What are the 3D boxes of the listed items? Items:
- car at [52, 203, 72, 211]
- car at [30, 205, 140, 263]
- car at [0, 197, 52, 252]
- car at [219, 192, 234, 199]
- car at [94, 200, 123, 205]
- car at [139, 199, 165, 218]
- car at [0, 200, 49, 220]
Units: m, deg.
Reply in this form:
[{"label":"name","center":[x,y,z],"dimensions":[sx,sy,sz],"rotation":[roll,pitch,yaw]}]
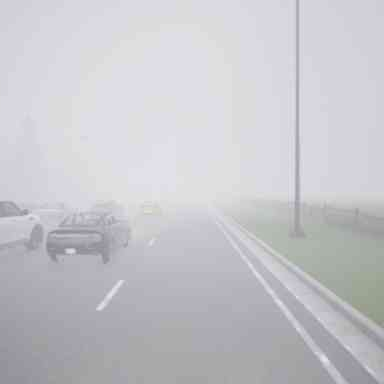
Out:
[{"label":"car","center":[-10.402,1.480,25.808],"dimensions":[1.895,1.301,4.718],"rotation":[0,0,0]},{"label":"car","center":[-3.402,1.436,11.753],"dimensions":[2.128,1.511,4.902],"rotation":[0,0,0]},{"label":"car","center":[-6.900,1.170,10.806],"dimensions":[2.150,2.045,5.566],"rotation":[0,0,0]},{"label":"car","center":[8.915,0.814,86.195],"dimensions":[3.866,1.878,1.905],"rotation":[0,0,0]},{"label":"car","center":[-6.903,1.364,27.381],"dimensions":[2.128,1.511,4.902],"rotation":[0,0,0]},{"label":"car","center":[-3.403,1.343,28.951],"dimensions":[1.882,1.535,5.008],"rotation":[0,0,0]},{"label":"car","center":[-13.903,1.433,27.891],"dimensions":[1.994,1.385,4.181],"rotation":[0,0,0]}]
